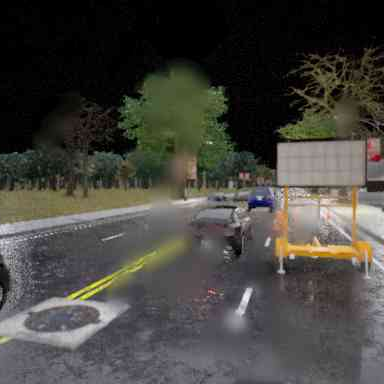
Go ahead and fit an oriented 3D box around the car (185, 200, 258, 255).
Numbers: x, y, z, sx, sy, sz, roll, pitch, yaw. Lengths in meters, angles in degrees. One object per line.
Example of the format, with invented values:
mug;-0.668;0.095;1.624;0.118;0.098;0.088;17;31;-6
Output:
car;1.151;1.248;12.272;1.837;1.490;4.892;0;1;16

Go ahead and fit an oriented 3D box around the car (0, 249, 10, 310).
car;-4.795;1.265;4.274;2.097;1.767;4.553;0;1;16

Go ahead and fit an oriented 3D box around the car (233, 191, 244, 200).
car;6.526;0.620;42.767;1.882;1.535;5.008;0;1;16

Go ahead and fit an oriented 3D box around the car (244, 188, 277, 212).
car;6.309;0.611;29.806;2.150;2.045;5.566;0;1;16

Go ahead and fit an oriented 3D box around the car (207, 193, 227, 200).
car;3.309;0.734;43.353;1.895;1.301;4.718;0;1;16

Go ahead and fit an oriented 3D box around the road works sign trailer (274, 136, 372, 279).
road works sign trailer;3.647;0.260;9.572;2.380;3.560;2.880;0;1;16
